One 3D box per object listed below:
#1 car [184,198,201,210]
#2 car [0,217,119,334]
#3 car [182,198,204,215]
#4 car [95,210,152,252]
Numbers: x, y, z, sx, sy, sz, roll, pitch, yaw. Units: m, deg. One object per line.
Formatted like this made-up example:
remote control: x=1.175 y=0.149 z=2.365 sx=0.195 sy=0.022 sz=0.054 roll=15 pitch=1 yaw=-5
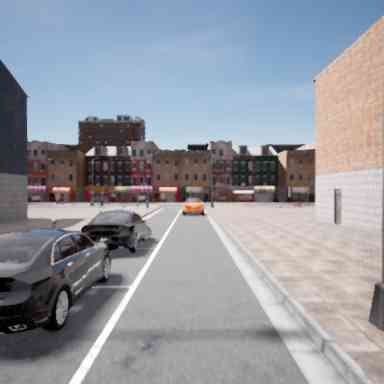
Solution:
car: x=0.108 y=1.548 z=43.788 sx=1.812 sy=1.442 sz=4.674 roll=0 pitch=0 yaw=4
car: x=-3.020 y=1.504 z=6.848 sx=1.837 sy=1.490 sz=4.892 roll=0 pitch=0 yaw=0
car: x=0.083 y=1.366 z=33.636 sx=2.097 sy=1.767 sz=4.553 roll=0 pitch=0 yaw=-2
car: x=-3.014 y=1.480 z=13.849 sx=1.882 sy=1.535 sz=5.008 roll=0 pitch=0 yaw=0
